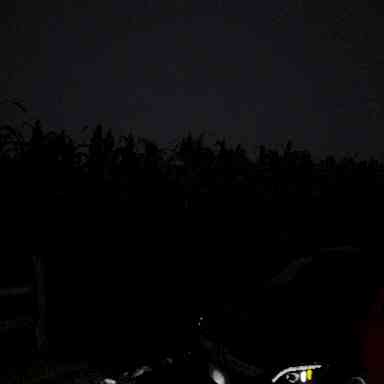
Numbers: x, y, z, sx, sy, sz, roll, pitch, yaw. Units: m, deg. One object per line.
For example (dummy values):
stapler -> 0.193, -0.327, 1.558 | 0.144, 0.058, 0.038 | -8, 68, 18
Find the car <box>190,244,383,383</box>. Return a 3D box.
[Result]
car -> 2.166, 1.527, 4.559 | 4.674, 1.442, 1.812 | 0, 0, -35
